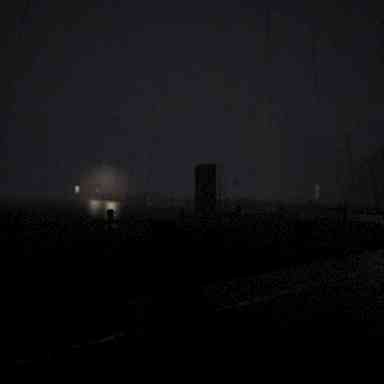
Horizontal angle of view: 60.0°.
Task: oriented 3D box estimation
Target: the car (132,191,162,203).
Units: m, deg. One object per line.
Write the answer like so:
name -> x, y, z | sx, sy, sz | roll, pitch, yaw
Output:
car -> -7.913, 0.827, 58.033 | 2.150, 2.045, 5.566 | 0, 0, -35

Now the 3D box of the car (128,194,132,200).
car -> -11.368, 0.972, 67.621 | 1.882, 1.535, 5.008 | 0, 1, -36

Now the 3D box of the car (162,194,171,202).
car -> -5.523, 1.117, 59.576 | 1.812, 1.442, 4.674 | 0, 1, -35

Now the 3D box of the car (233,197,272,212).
car -> 6.793, 1.335, 37.532 | 2.128, 1.511, 4.902 | 0, 1, -36
